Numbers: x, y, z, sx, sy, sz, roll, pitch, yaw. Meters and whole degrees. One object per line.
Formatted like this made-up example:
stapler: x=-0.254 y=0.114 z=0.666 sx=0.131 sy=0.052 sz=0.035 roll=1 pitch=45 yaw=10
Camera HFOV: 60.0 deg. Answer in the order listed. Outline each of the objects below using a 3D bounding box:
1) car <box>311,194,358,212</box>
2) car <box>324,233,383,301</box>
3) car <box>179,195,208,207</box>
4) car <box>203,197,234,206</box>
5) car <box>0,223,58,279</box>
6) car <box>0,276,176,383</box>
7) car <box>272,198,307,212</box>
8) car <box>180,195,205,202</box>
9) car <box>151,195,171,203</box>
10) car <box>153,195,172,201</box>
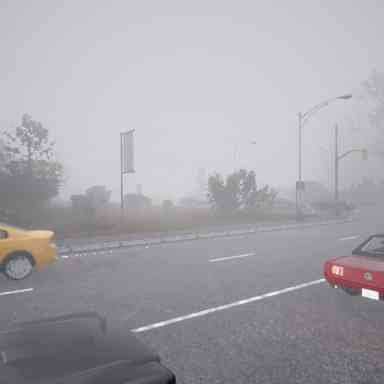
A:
car: x=15.206 y=1.122 z=35.588 sx=2.097 sy=1.767 sz=4.553 roll=-1 pitch=0 yaw=-41
car: x=5.072 y=1.570 z=7.378 sx=4.718 sy=1.301 sz=1.895 roll=0 pitch=0 yaw=-36
car: x=0.129 y=1.286 z=48.577 sx=1.882 sy=1.535 sz=5.008 roll=-1 pitch=0 yaw=-39
car: x=3.838 y=1.380 z=49.548 sx=1.895 sy=1.301 sz=4.718 roll=-1 pitch=0 yaw=-39
car: x=-6.047 y=1.478 z=8.265 sx=5.008 sy=1.535 sz=1.882 roll=0 pitch=0 yaw=-36
car: x=-2.376 y=1.601 z=2.041 sx=4.718 sy=1.301 sz=1.895 roll=0 pitch=0 yaw=-36
car: x=10.209 y=1.365 z=36.044 sx=1.994 sy=1.385 sz=4.181 roll=-1 pitch=0 yaw=-39
car: x=0.046 y=1.275 z=65.737 sx=2.033 sy=1.411 sz=5.357 roll=-1 pitch=0 yaw=-38
car: x=-5.974 y=1.264 z=61.836 sx=1.882 sy=1.535 sz=5.008 roll=-1 pitch=0 yaw=-38
car: x=-6.684 y=1.328 z=74.005 sx=1.895 sy=1.301 sz=4.718 roll=-1 pitch=0 yaw=-38
